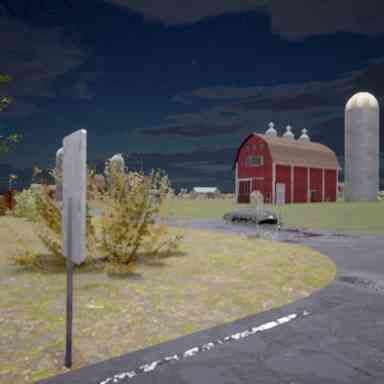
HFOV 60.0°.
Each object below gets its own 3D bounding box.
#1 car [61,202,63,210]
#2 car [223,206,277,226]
[{"bbox_3d":[-18.305,1.902,50.330,2.097,1.767,4.553,1,-1,-35],"label":"car"},{"bbox_3d":[4.255,1.752,24.796,1.994,1.385,4.181,2,-2,-37],"label":"car"}]
